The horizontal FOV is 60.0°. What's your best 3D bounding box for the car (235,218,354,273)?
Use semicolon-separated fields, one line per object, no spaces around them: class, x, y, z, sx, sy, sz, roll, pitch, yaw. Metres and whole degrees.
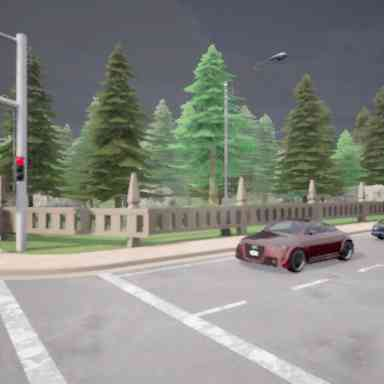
car;3.406;1.580;10.805;4.181;1.385;1.994;0;0;-36

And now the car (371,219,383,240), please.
car;10.883;1.569;16.237;5.357;1.411;2.033;0;0;-36
